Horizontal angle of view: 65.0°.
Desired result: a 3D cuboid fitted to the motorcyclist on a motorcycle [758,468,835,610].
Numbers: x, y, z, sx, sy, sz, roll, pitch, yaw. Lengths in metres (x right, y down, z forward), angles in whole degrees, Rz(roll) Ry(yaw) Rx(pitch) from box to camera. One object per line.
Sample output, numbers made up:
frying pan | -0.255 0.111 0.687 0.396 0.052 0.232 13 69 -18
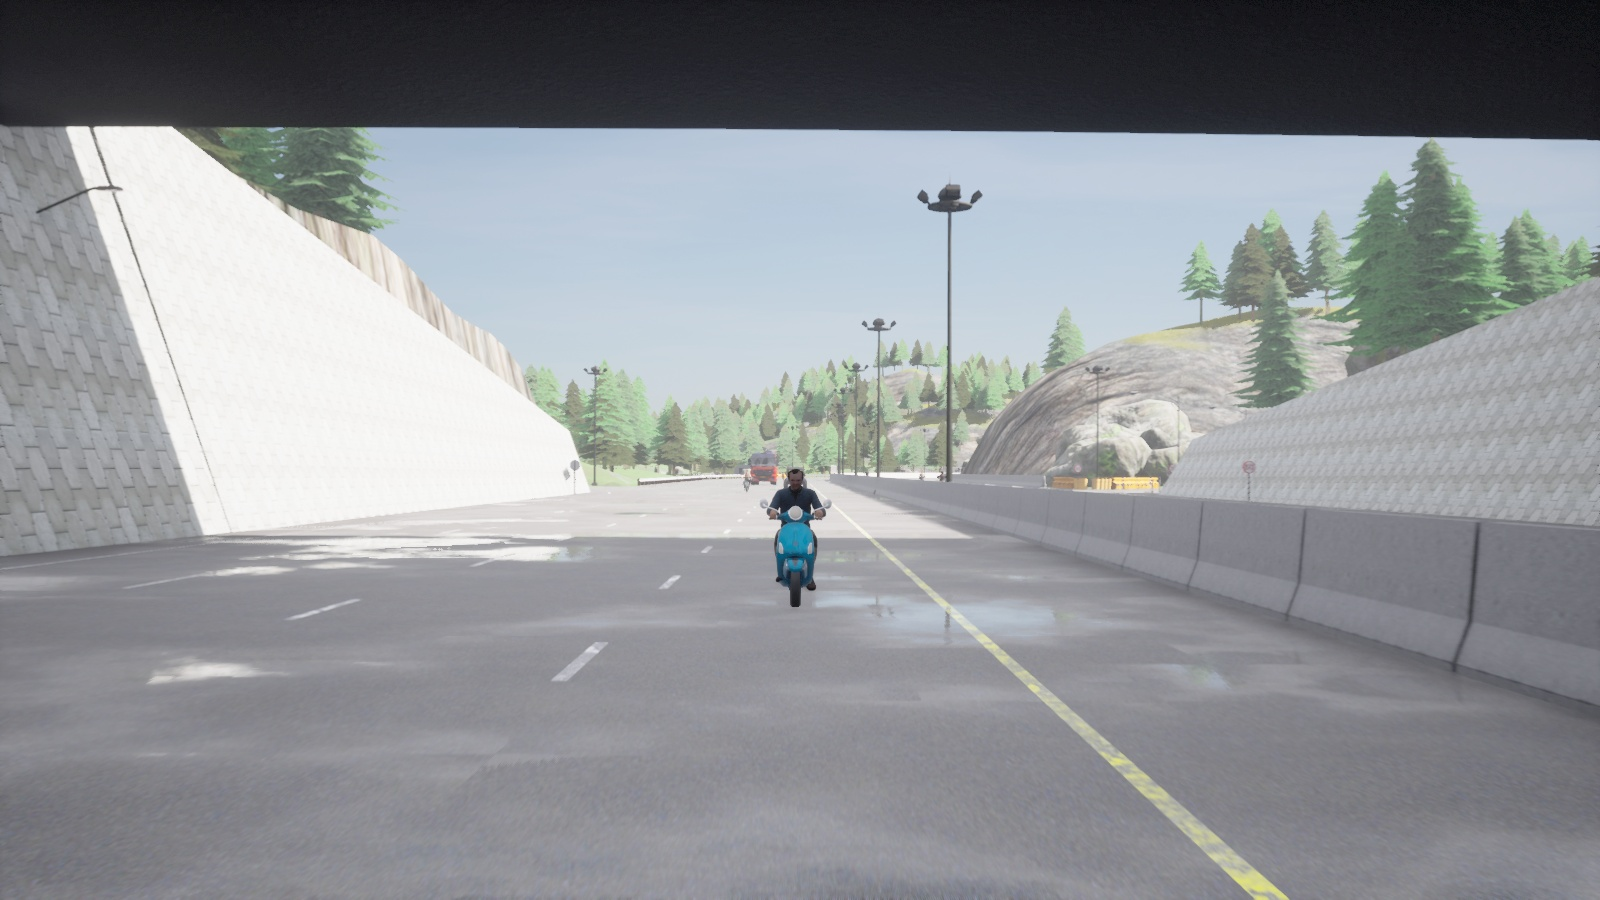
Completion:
motorcyclist on a motorcycle | -0.045 1.021 15.103 0.866 1.590 1.817 0 -1 0
